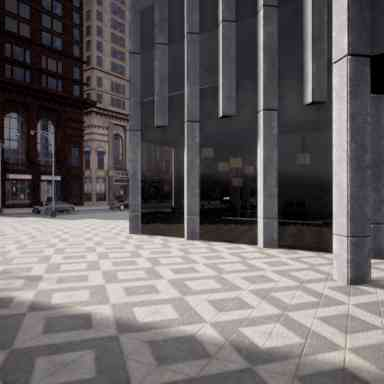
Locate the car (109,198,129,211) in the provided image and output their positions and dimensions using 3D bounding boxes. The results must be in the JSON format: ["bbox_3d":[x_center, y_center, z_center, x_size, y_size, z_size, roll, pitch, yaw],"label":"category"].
[{"bbox_3d":[-8.640,1.600,43.522,1.837,1.490,4.892,0,0,36],"label":"car"}]

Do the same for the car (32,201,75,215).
[{"bbox_3d":[-14.601,1.630,35.197,1.994,1.385,4.181,0,0,36],"label":"car"}]
